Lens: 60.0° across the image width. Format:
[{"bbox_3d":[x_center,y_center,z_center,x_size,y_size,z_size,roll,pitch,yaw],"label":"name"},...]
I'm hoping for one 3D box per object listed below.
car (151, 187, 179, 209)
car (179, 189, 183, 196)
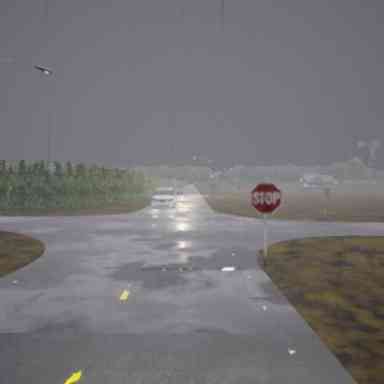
[{"bbox_3d":[-2.758,0.630,33.624,2.150,2.045,5.566,0,3,0],"label":"car"},{"bbox_3d":[-2.768,0.020,65.273,1.994,1.385,4.181,0,2,0],"label":"car"}]
